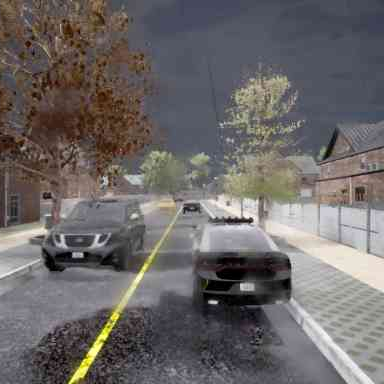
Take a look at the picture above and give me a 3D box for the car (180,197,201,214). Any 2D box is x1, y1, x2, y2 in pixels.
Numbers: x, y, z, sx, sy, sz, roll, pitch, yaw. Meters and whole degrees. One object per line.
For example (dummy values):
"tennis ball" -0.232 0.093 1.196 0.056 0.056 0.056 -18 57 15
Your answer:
"car" 0.004 1.503 36.279 1.882 1.535 5.008 0 0 0

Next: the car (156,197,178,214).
"car" -2.826 1.504 36.688 1.882 1.535 5.008 0 0 0

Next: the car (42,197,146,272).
"car" -2.873 1.228 11.108 2.150 2.045 5.566 0 0 0

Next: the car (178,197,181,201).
"car" -2.906 1.688 75.717 1.895 1.301 4.718 0 0 0

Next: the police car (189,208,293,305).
"police car" 0.945 1.430 8.288 1.930 1.638 5.238 0 0 0

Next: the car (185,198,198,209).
"car" -0.044 1.564 46.724 1.812 1.442 4.674 0 0 0
